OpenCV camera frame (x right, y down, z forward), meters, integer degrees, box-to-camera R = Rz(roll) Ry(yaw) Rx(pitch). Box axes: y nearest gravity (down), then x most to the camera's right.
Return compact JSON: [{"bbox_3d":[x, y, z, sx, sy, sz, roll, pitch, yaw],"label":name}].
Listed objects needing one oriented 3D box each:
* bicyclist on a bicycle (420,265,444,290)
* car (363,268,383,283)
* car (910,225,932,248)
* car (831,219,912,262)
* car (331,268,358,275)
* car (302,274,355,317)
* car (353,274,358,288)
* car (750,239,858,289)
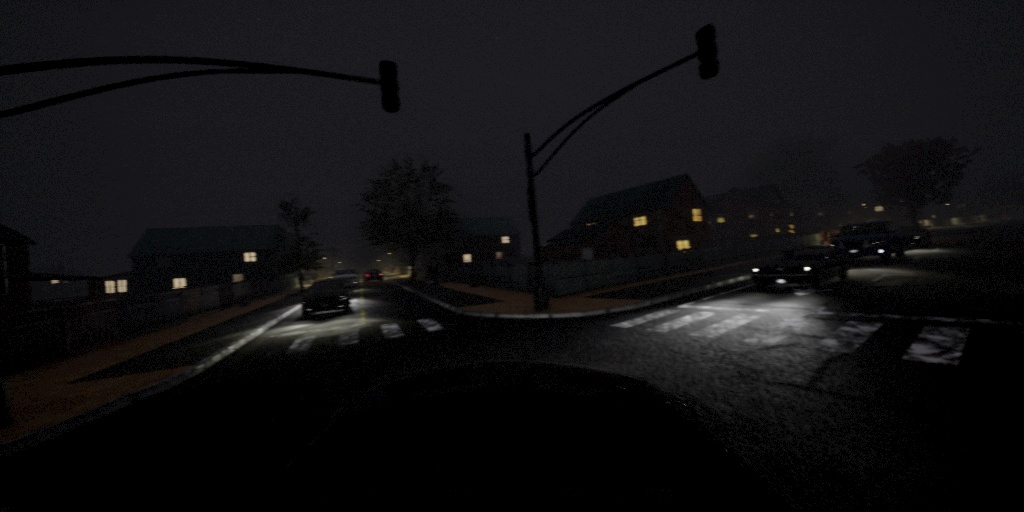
[{"bbox_3d":[-5.463,1.445,24.322,1.656,1.620,0.582,-5,0,-23],"label":"bicyclist on a bicycle"},{"bbox_3d":[-17.950,2.462,46.492,2.097,1.767,4.553,-4,0,-23],"label":"car"},{"bbox_3d":[27.114,-1.352,24.643,5.008,1.535,1.882,-5,-1,-34],"label":"car"},{"bbox_3d":[18.643,-0.799,18.838,5.566,2.045,2.150,-5,-1,-35],"label":"car"},{"bbox_3d":[-16.930,2.255,36.498,2.150,2.045,5.566,-4,0,-23],"label":"car"},{"bbox_3d":[-8.922,1.892,17.490,1.882,1.535,5.008,-4,0,-23],"label":"car"},{"bbox_3d":[-12.848,2.320,26.847,1.895,1.301,4.718,-4,0,-23],"label":"car"},{"bbox_3d":[10.626,0.353,13.122,4.718,1.301,1.895,-6,-1,-35],"label":"car"}]
